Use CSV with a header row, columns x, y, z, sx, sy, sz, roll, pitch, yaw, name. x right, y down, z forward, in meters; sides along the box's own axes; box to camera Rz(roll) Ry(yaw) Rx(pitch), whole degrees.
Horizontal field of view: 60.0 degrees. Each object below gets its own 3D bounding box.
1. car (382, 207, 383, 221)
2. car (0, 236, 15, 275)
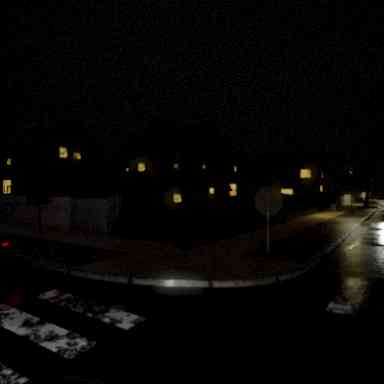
x,y,z,sx,sy,sz,roll,pitch,yaw,name
14.962,1.341,24.234,1.895,1.301,4.718,0,0,32,car
-6.210,1.276,7.976,4.181,1.385,1.994,2,2,31,car
